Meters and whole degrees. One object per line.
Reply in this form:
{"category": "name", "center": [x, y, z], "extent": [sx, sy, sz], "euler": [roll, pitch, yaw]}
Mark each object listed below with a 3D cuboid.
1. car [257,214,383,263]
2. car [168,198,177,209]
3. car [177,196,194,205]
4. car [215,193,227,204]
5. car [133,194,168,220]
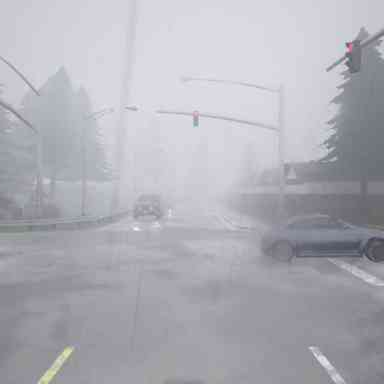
{"category": "car", "center": [4.244, 1.416, 10.768], "extent": [4.181, 1.385, 1.994], "euler": [-2, 0, 8]}
{"category": "car", "center": [-3.523, 1.506, 44.695], "extent": [1.837, 1.490, 4.892], "euler": [0, 0, 2]}
{"category": "car", "center": [-1.575, 1.494, 58.319], "extent": [1.837, 1.490, 4.892], "euler": [-1, -1, 35]}
{"category": "car", "center": [6.889, 1.206, 60.906], "extent": [5.566, 2.045, 2.150], "euler": [0, 0, -22]}
{"category": "car", "center": [-3.613, 1.221, 28.582], "extent": [2.150, 2.045, 5.566], "euler": [0, 0, 0]}
